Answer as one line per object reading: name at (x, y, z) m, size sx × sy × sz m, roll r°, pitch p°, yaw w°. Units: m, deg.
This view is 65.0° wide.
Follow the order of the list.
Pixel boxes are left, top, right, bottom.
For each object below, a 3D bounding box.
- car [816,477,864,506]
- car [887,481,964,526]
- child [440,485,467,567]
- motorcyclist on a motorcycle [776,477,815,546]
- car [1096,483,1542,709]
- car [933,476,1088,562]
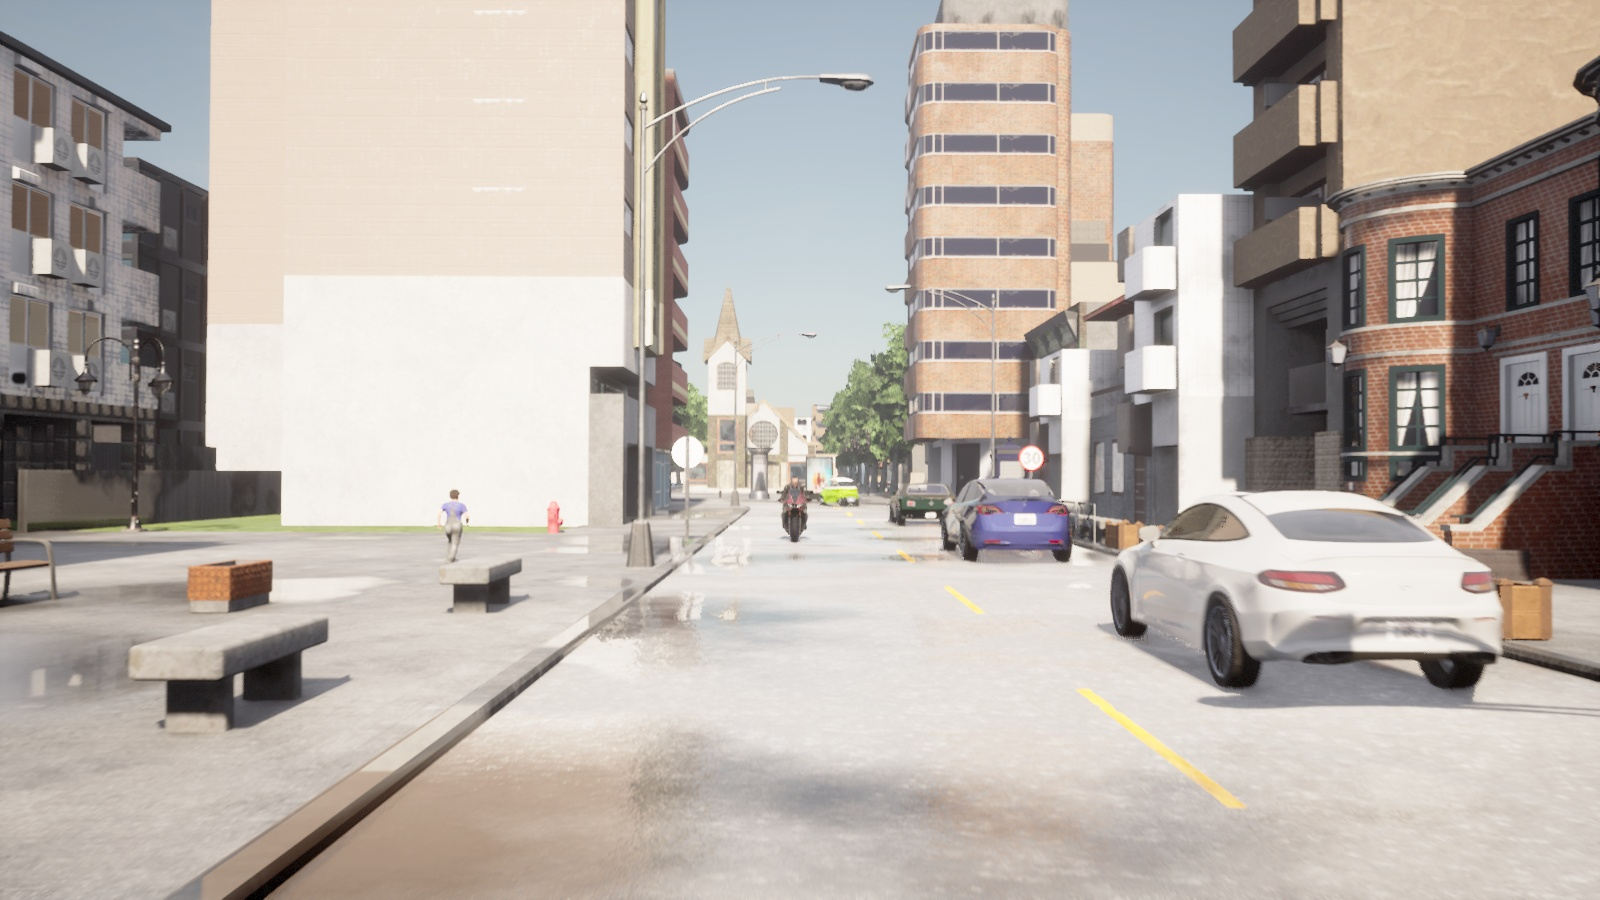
car at (1.918, 1.977, 60.360) m, size 1.481 × 1.376 × 2.207 m, roll 1°, pitch -1°, yaw -26°
car at (3.848, 1.624, 39.199) m, size 1.895 × 1.301 × 4.718 m, roll 0°, pitch -1°, yaw 0°
child at (-5.451, 1.193, 19.768) m, size 0.270 × 1.263 × 0.437 m, roll 0°, pitch -1°, yaw 4°
motorcyclist on a motorcycle at (-0.108, 1.388, 29.065) m, size 0.866 × 1.530 × 2.191 m, roll 0°, pitch -1°, yaw 0°
car at (3.970, 1.023, 10.612) m, size 1.812 × 1.442 × 4.674 m, roll 0°, pitch -1°, yaw 0°
car at (3.912, 1.248, 24.249) m, size 2.163 × 1.488 × 4.792 m, roll 0°, pitch -1°, yaw 0°
